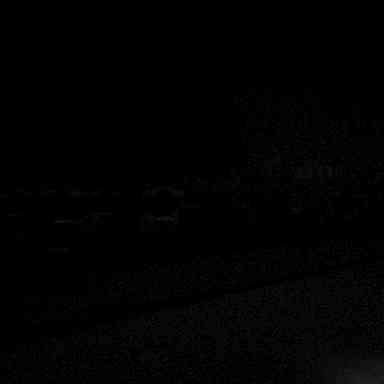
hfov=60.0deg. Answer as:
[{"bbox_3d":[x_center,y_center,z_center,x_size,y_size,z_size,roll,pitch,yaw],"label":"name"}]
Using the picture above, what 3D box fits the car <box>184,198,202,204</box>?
[{"bbox_3d":[0.350,1.849,62.180,1.837,1.490,4.892,1,0,-35],"label":"car"}]
